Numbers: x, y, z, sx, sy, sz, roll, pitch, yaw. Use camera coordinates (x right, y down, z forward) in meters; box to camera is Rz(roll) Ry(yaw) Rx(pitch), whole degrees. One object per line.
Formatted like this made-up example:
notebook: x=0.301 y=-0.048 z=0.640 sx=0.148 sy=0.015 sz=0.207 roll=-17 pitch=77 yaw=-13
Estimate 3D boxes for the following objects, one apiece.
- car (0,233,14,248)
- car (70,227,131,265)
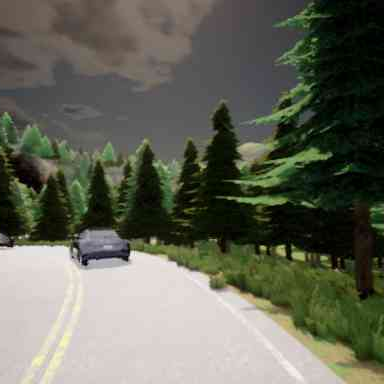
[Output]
car: x=-16.783 y=4.094 z=27.655 sx=4.181 sy=1.385 sz=1.994 roll=-7 pitch=-4 yaw=31
car: x=-4.136 y=2.268 z=14.645 sx=1.994 sy=1.385 sz=4.181 roll=0 pitch=-5 yaw=-27
